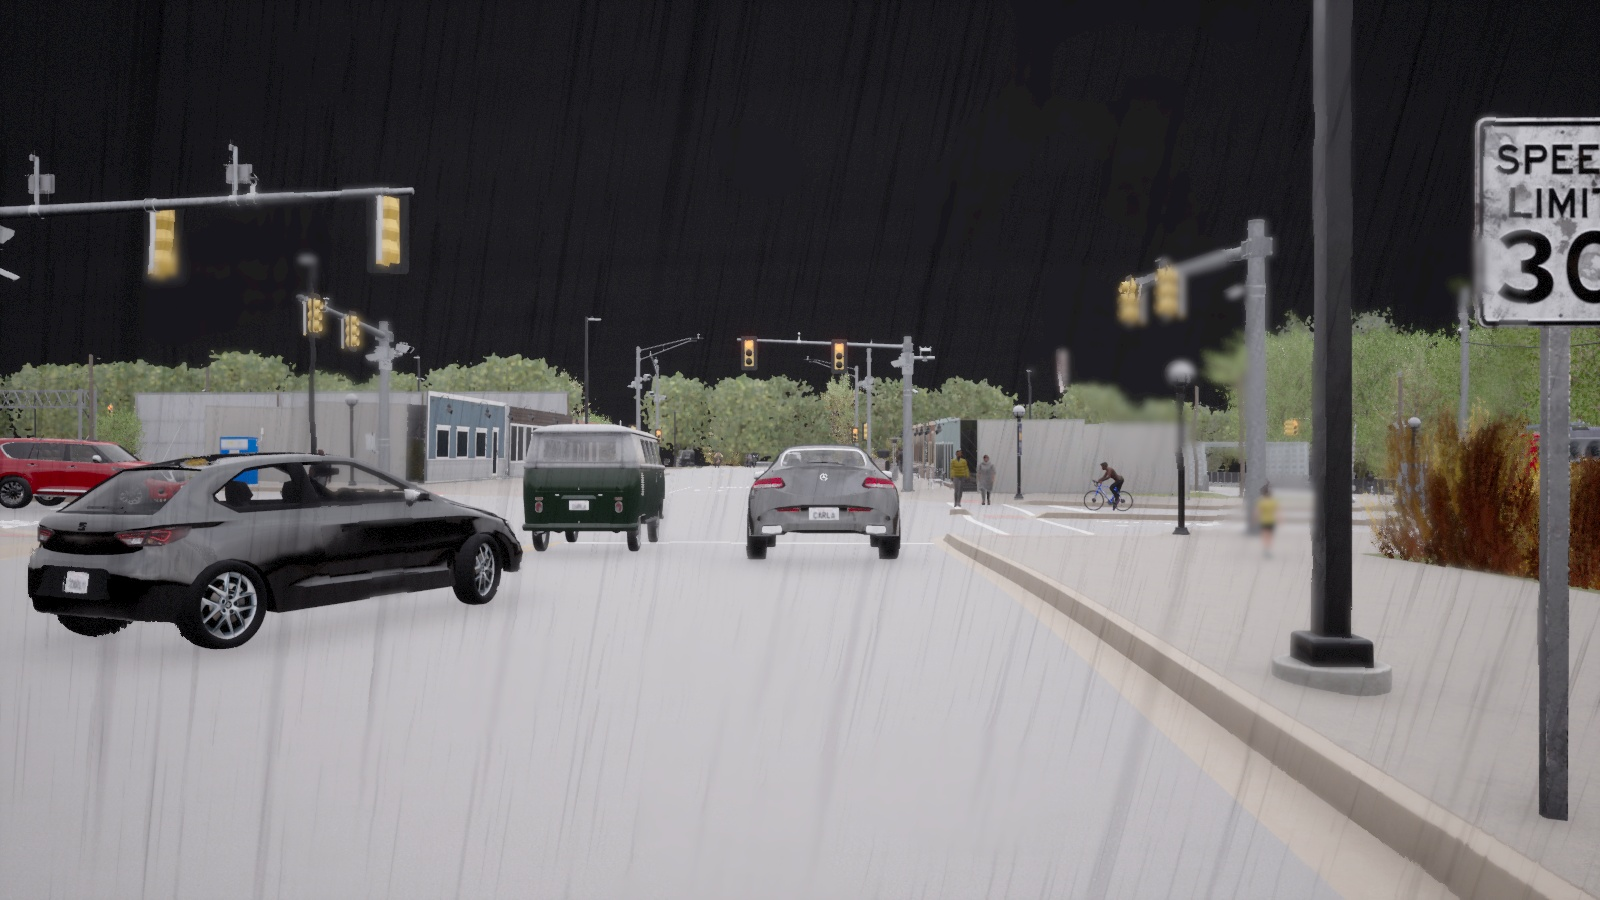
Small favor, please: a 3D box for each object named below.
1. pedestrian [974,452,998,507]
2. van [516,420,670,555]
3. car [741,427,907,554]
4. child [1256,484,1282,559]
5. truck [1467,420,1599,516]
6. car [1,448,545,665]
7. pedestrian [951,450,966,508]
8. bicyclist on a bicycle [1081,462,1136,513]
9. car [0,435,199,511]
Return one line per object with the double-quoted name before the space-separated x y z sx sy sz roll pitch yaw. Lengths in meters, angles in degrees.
"pedestrian" 6.700 1.050 45.217 0.659 1.952 0.873 0 1 23
"van" -3.282 0.598 20.731 1.775 1.987 4.442 0 -1 0
"car" 0.350 0.588 18.883 2.152 1.651 5.027 0 -1 1
"child" 7.096 1.080 19.003 0.255 1.110 0.394 0 1 1
"truck" 32.456 0.826 54.751 2.891 3.827 8.468 -1 -1 6
"car" -4.332 0.746 11.057 1.816 1.474 4.193 0 1 28
"pedestrian" 5.097 0.918 40.354 0.431 1.840 0.709 0 1 3
"bicyclist on a bicycle" 10.250 1.247 41.785 1.656 1.620 0.582 1 -1 0
"car" -21.005 0.660 36.899 5.566 2.045 2.150 1 0 -3
